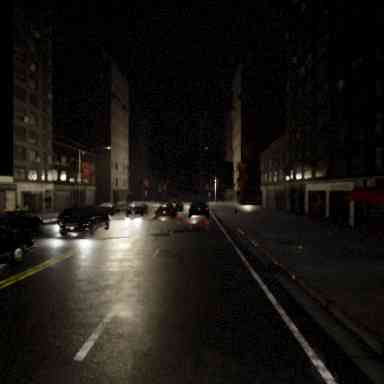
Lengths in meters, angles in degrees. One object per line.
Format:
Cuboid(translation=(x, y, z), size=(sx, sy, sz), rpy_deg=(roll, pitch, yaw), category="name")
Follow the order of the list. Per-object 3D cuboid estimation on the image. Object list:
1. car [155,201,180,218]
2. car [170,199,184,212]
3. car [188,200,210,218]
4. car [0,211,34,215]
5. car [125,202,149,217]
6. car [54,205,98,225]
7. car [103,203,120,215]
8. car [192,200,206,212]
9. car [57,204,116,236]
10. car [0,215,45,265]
Cuboid(translation=(-2.552, 1.867, 33.353), size=(1.994, 1.385, 4.181), rpy_deg=(0, 0, 2), category="car")
Cuboid(translation=(-2.310, 1.765, 46.246), size=(2.097, 1.767, 4.553), rpy_deg=(0, 0, 1), category="car")
Cuboid(translation=(0.720, 1.674, 34.158), size=(2.097, 1.767, 4.553), rpy_deg=(0, -1, 1), category="car")
Cuboid(translation=(-9.525, 1.695, 17.613), size=(1.994, 1.385, 4.181), rpy_deg=(0, -1, 1), category="car")
Cuboid(translation=(-5.830, 1.807, 35.677), size=(2.128, 1.511, 4.902), rpy_deg=(0, -1, 1), category="car")
Cuboid(translation=(-9.312, 1.784, 27.062), size=(1.994, 1.385, 4.181), rpy_deg=(0, -1, 2), category="car")
Cuboid(translation=(-9.076, 1.869, 35.854), size=(1.994, 1.385, 4.181), rpy_deg=(0, 0, 1), category="car")
Cuboid(translation=(0.943, 1.930, 46.356), size=(1.837, 1.490, 4.892), rpy_deg=(0, -1, 1), category="car")
Cuboid(translation=(-6.227, 1.669, 19.807), size=(1.837, 1.490, 4.892), rpy_deg=(0, -1, 1), category="car")
Cuboid(translation=(-6.440, 1.612, 9.333), size=(2.033, 1.411, 5.357), rpy_deg=(0, -1, 1), category="car")
